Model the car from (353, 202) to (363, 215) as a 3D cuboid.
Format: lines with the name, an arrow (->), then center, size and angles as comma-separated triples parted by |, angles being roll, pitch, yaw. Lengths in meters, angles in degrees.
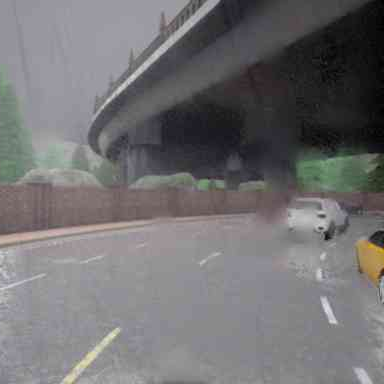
car -> 15.720, 1.749, 34.599 | 4.892, 1.490, 1.837 | 1, 0, -29

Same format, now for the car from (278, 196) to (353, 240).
car -> 6.951, 1.333, 18.282 | 2.150, 2.045, 5.566 | 0, 0, 36

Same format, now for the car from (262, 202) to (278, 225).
car -> 7.477, 1.346, 24.468 | 5.566, 2.045, 2.150 | 1, 0, -43

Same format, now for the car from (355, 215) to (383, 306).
car -> 5.164, 1.554, 7.774 | 1.882, 1.535, 5.008 | 0, 0, 17

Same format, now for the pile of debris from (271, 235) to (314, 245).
pile of debris -> 4.815, 2.256, 15.835 | 1.500, 0.140, 1.860 | 1, 0, 32
